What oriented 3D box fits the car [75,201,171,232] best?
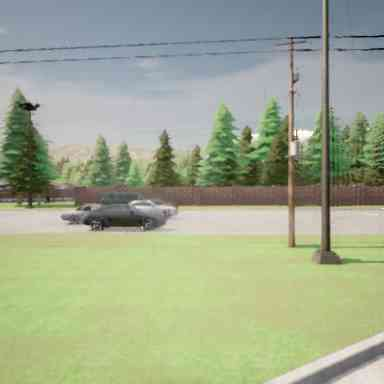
[{"bbox_3d":[-3.769,1.403,18.735,4.674,1.442,1.812,0,0,2],"label":"car"}]

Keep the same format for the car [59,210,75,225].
[{"bbox_3d":[-6.223,1.464,22.335,4.718,1.301,1.895,0,0,3],"label":"car"}]

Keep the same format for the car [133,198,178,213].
[{"bbox_3d":[-3.551,1.333,32.726,4.181,1.385,1.994,0,0,3],"label":"car"}]

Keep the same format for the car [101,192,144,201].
[{"bbox_3d":[-5.292,1.026,29.297,5.566,2.045,2.150,0,0,3],"label":"car"}]

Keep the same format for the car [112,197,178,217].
[{"bbox_3d":[-3.456,1.348,25.728,4.674,1.442,1.812,0,0,2],"label":"car"}]
